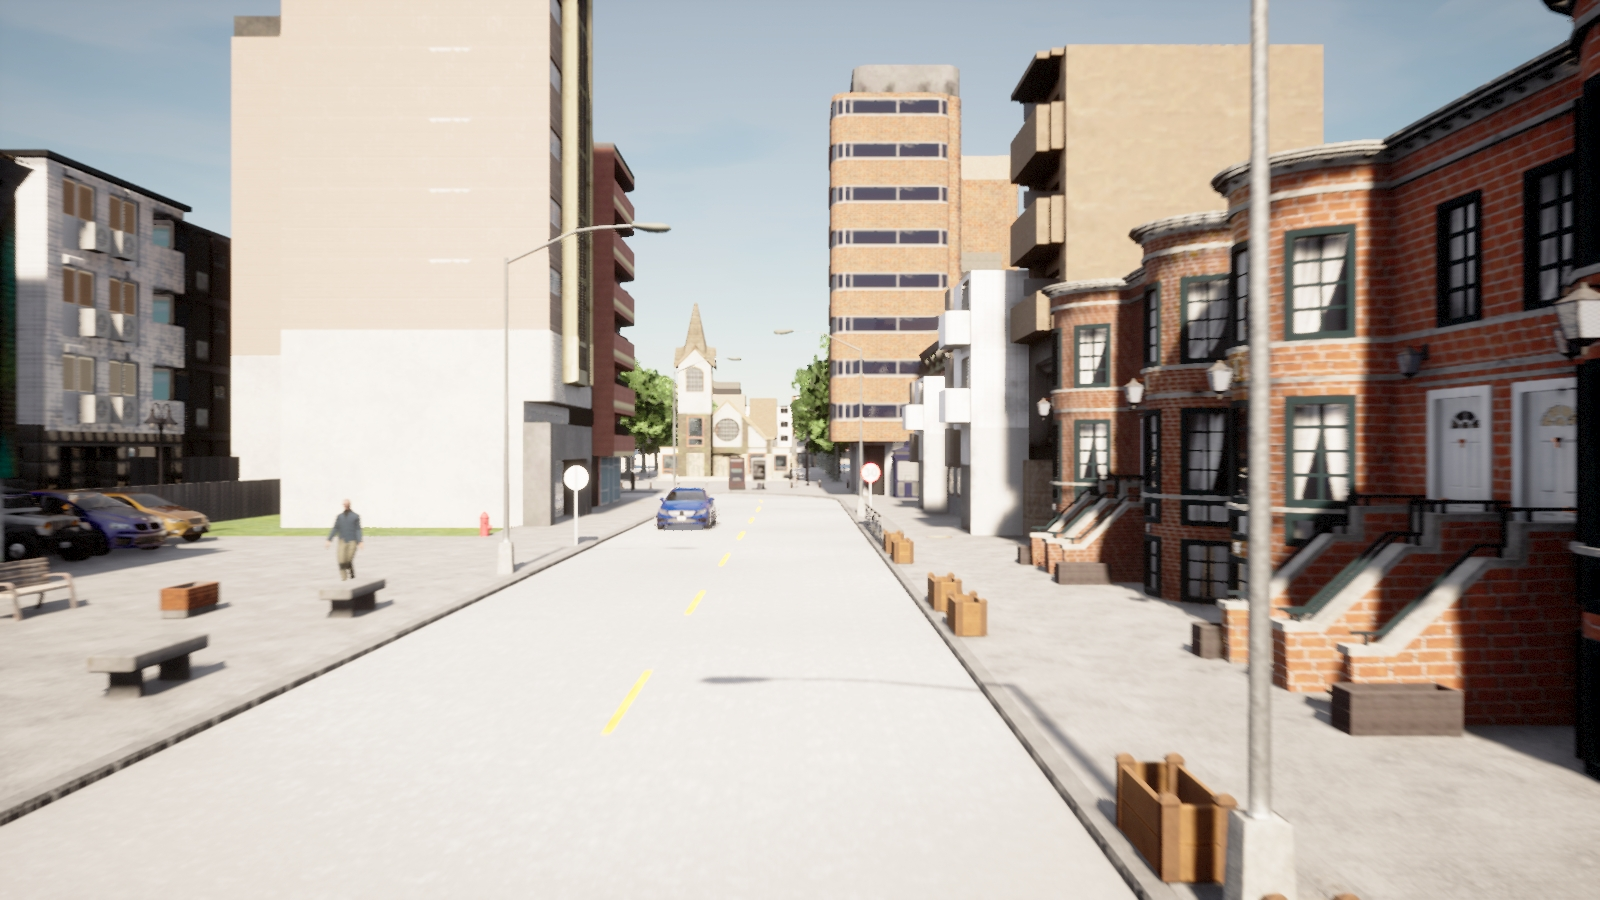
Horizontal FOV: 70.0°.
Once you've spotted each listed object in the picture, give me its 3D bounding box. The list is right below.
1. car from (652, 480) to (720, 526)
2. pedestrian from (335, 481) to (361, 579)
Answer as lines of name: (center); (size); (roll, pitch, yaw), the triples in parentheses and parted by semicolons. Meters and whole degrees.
car: (-4.043, 1.861, 41.333); (2.002, 1.442, 4.674); (0, 0, 0)
pedestrian: (-8.653, 1.526, 21.881); (0.375, 1.860, 0.375); (0, 0, -3)
